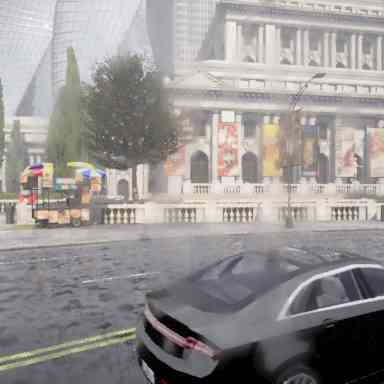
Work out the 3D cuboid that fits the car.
[{"bbox_3d":[1.706,1.492,4.343,4.902,1.511,2.128,0,0,-28],"label":"car"}]
